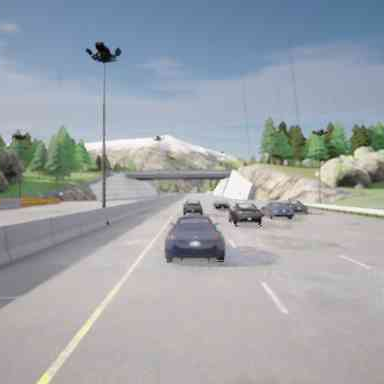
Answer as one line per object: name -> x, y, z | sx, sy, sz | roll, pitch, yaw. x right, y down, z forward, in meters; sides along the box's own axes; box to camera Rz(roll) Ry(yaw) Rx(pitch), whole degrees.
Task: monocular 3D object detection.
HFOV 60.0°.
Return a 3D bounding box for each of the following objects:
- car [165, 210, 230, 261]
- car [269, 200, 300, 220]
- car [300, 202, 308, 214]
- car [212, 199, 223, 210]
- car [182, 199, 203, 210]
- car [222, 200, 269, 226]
car -> 0.092, 1.556, 12.189 | 1.994, 1.385, 4.181 | 0, 0, 0
car -> 7.084, 1.529, 28.139 | 2.033, 1.411, 5.357 | 0, 0, 0
car -> 10.580, 1.541, 34.872 | 1.994, 1.385, 4.181 | 0, 0, 0
car -> 3.577, 1.574, 41.133 | 1.895, 1.301, 4.718 | 0, 0, 0
car -> 0.081, 1.470, 32.479 | 2.128, 1.511, 4.902 | 0, 0, 0
car -> 3.587, 1.476, 23.173 | 2.128, 1.511, 4.902 | 0, 0, 0
